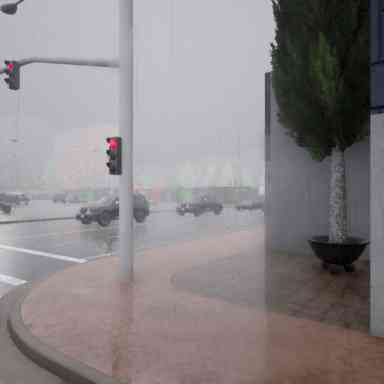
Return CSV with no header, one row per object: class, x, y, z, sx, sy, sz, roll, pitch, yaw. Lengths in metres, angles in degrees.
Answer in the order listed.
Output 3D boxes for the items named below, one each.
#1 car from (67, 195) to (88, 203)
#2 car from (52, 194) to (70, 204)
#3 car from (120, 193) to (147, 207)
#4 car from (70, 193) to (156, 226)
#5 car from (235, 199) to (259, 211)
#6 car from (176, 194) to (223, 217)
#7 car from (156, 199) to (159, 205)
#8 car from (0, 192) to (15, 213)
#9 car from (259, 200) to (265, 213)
car,-21.340,1.364,62.113,3.905,1.438,1.784,0,0,35
car,-23.069,1.153,59.788,4.605,1.855,1.932,0,0,35
car,-8.772,1.156,49.662,3.866,1.878,1.905,0,0,35
car,-5.430,1.221,23.684,2.150,2.045,5.566,0,0,36
car,7.242,1.547,40.599,2.033,1.411,5.357,0,0,37
car,0.841,1.221,32.086,2.150,2.045,5.566,0,0,37
car,-7.087,1.395,52.017,3.806,1.475,1.970,0,0,35
car,-20.102,1.156,33.640,3.866,1.878,1.905,0,0,35
car,8.042,1.525,29.690,1.812,1.442,4.674,0,0,37
